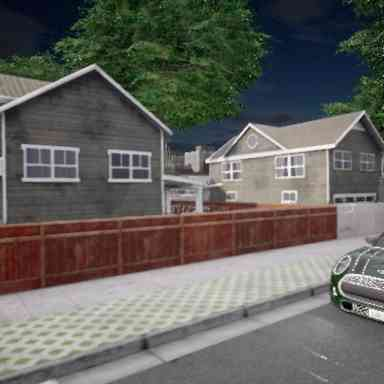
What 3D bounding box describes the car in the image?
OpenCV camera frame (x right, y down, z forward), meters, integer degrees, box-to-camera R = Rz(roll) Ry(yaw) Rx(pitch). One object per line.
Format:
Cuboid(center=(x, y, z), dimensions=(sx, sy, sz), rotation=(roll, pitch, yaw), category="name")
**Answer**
Cuboid(center=(4.711, 1.303, 6.501), dimensions=(4.553, 1.767, 2.097), rotation=(-1, 0, -36), category="car")
